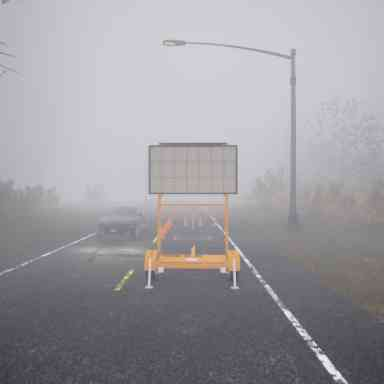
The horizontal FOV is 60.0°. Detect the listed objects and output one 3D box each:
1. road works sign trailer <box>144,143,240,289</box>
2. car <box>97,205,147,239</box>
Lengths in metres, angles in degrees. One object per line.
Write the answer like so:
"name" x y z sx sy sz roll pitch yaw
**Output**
"road works sign trailer" 0.031 0.460 9.138 2.380 3.560 2.880 0 0 1
"car" -3.556 1.470 17.537 1.882 1.535 5.008 0 0 0
